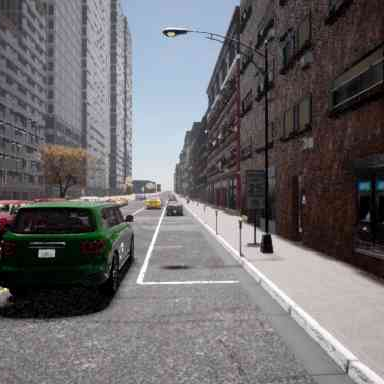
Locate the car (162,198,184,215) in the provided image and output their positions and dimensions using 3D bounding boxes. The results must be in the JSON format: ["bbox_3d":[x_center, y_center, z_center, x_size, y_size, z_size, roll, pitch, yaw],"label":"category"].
[{"bbox_3d":[-1.748,1.582,33.301,2.008,1.369,4.403,0,0,-4],"label":"car"}]

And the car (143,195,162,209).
[{"bbox_3d":[-5.141,1.514,45.181,1.882,1.535,5.008,0,0,-3],"label":"car"}]

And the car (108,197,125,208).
[{"bbox_3d":[-11.198,1.564,49.472,1.752,1.417,4.829,1,0,-4],"label":"car"}]

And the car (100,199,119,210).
[{"bbox_3d":[-10.843,1.621,44.007,1.802,1.307,4.206,0,0,-4],"label":"car"}]

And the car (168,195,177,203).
[{"bbox_3d":[-4.313,1.471,72.746,1.967,1.590,4.097,1,0,-4],"label":"car"}]

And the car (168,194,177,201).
[{"bbox_3d":[-5.045,1.340,84.014,2.192,1.841,5.009,1,0,-4],"label":"car"}]

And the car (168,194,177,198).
[{"bbox_3d":[-3.947,1.473,67.113,1.967,1.590,4.097,1,0,-4],"label":"car"}]

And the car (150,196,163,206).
[{"bbox_3d":[-5.836,1.514,55.369,1.882,1.535,5.008,0,0,-3],"label":"car"}]

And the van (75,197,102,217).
[{"bbox_3d":[-10.107,1.375,32.738,1.690,1.788,3.998,0,0,-4],"label":"van"}]

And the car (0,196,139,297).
[{"bbox_3d":[-2.857,1.231,8.822,2.150,2.045,5.566,0,0,-4],"label":"car"}]

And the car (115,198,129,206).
[{"bbox_3d":[-11.576,1.621,55.276,1.802,1.307,4.206,1,0,-4],"label":"car"}]

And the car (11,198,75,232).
[{"bbox_3d":[-9.374,1.341,21.469,2.192,1.841,5.009,0,0,-4],"label":"car"}]

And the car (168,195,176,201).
[{"bbox_3d":[-5.414,1.564,89.651,1.887,1.381,4.507,1,0,-4],"label":"car"}]

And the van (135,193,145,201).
[{"bbox_3d":[-13.407,1.369,83.448,1.690,1.788,3.998,1,0,-4],"label":"van"}]
